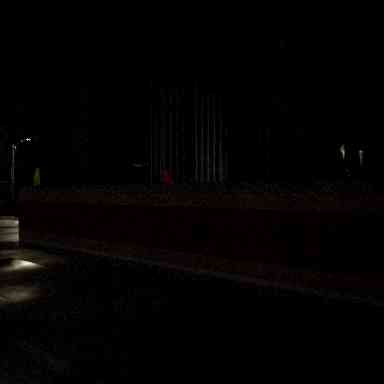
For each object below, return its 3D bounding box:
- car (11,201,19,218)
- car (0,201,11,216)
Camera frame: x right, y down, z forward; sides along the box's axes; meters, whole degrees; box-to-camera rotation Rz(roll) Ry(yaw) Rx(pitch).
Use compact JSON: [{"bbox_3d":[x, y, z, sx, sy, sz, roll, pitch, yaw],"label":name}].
[{"bbox_3d":[-12.265,1.601,28.823,2.033,1.411,5.357,0,0,37],"label":"car"},{"bbox_3d":[-16.423,1.545,29.102,2.128,1.511,4.902,0,0,37],"label":"car"}]
